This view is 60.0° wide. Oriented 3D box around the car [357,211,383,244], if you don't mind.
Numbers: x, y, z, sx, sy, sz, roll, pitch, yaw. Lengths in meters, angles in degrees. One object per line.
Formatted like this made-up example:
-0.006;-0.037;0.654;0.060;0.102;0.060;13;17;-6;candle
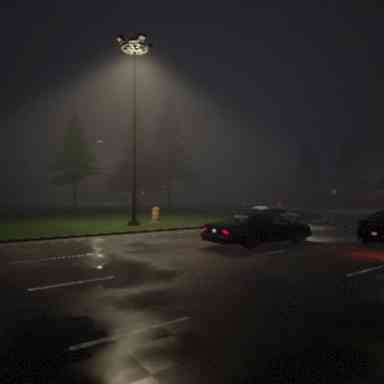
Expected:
9.290;1.519;14.708;5.008;1.535;1.882;0;0;-35;car

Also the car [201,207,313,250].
2.929;1.575;14.507;5.357;1.411;2.033;0;0;-35;car
